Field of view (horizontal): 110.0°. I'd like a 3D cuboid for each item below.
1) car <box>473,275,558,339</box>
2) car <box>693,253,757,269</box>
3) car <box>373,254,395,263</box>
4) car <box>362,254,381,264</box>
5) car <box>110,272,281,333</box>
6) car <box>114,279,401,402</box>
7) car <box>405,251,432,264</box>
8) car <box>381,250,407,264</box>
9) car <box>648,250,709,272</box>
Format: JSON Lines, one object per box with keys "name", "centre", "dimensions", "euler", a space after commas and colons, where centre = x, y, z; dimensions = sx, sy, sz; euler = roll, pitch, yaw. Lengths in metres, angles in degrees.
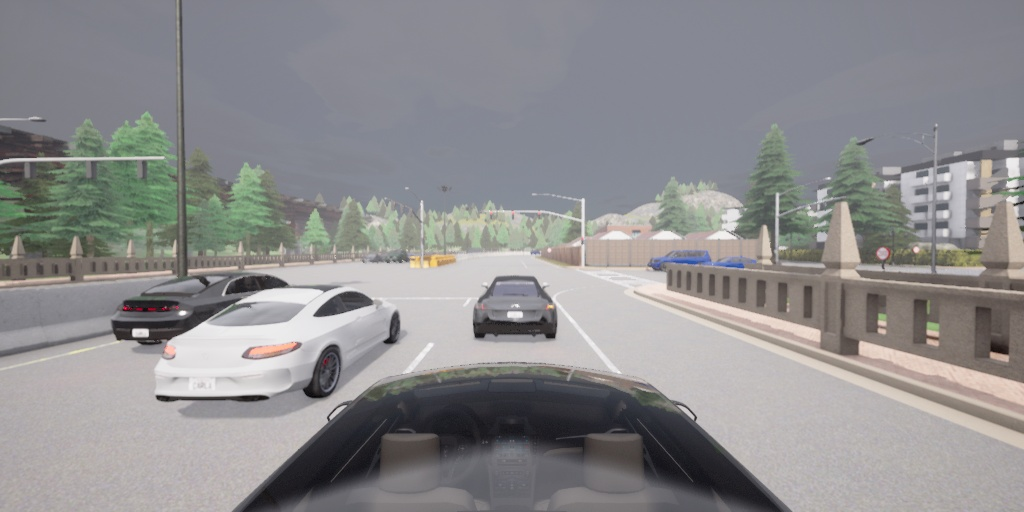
{"name": "car", "centre": [0.091, 1.206, 9.750], "dimensions": [1.994, 1.385, 4.181], "euler": [0, 1, 1]}
{"name": "car", "centre": [18.437, 0.777, 30.135], "dimensions": [5.008, 1.535, 1.882], "euler": [0, 1, 2]}
{"name": "car", "centre": [-21.031, 0.391, 59.086], "dimensions": [1.994, 1.385, 4.181], "euler": [0, 1, 0]}
{"name": "car", "centre": [-21.098, 0.420, 54.426], "dimensions": [1.812, 1.442, 4.674], "euler": [0, 1, 0]}
{"name": "car", "centre": [-6.928, 1.154, 9.119], "dimensions": [1.837, 1.490, 4.892], "euler": [0, 1, 0]}
{"name": "car", "centre": [-3.438, 1.219, 6.281], "dimensions": [1.812, 1.442, 4.674], "euler": [0, 1, 0]}
{"name": "car", "centre": [-14.109, 0.372, 54.358], "dimensions": [1.882, 1.535, 5.008], "euler": [0, 1, 0]}
{"name": "car", "centre": [-17.605, 0.104, 55.032], "dimensions": [2.150, 2.045, 5.566], "euler": [0, 1, 0]}
{"name": "car", "centre": [15.781, 0.461, 33.725], "dimensions": [5.566, 2.045, 2.150], "euler": [0, 1, 2]}
